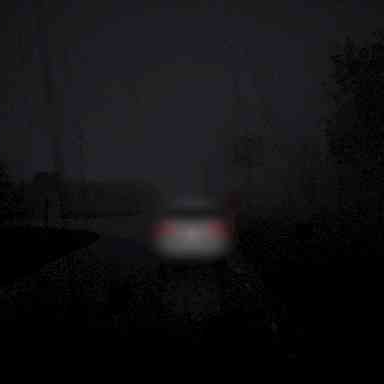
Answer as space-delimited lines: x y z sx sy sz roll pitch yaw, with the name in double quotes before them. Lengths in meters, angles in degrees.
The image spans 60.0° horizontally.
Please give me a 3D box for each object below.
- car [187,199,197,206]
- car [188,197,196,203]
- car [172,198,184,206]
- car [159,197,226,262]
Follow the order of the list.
"car" 0.017 2.051 67.326 1.895 1.301 4.718 0 0 0
"car" 0.010 1.915 81.614 1.882 1.535 5.008 0 0 0
"car" -2.759 1.982 64.692 2.033 1.411 5.357 0 0 1
"car" -0.031 1.324 12.611 2.150 2.045 5.566 0 0 -1
